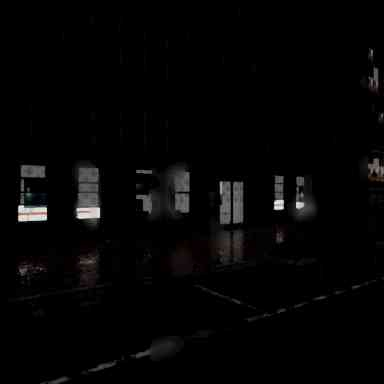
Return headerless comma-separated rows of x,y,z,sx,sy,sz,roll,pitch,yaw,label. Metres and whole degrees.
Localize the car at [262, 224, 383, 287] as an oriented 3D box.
3.796,1.582,9.273,4.206,1.307,1.802,0,0,-36,car
